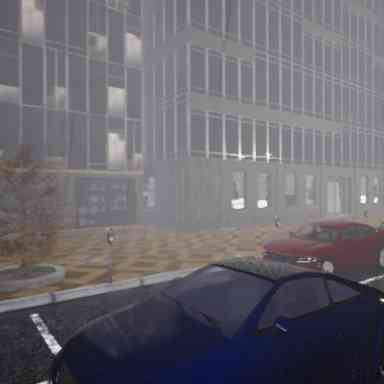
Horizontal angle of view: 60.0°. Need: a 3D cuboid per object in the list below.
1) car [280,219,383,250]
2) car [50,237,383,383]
[{"bbox_3d":[3.884,1.486,9.333,4.507,1.381,1.887,0,0,-36],"label":"car"},{"bbox_3d":[0.638,1.546,3.835,4.181,1.385,1.994,0,0,-36],"label":"car"}]
